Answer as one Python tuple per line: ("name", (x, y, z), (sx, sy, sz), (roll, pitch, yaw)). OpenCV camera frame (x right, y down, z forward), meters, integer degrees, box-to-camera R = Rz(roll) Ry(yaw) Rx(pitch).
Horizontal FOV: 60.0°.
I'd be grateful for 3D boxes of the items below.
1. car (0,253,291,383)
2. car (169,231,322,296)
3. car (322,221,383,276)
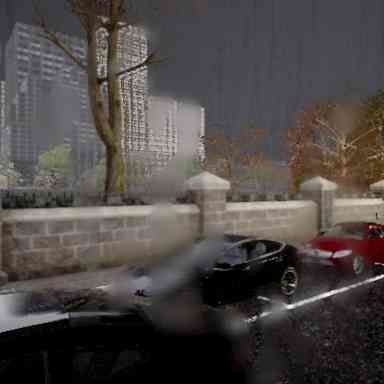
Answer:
("car", (-1.587, 1.545, 2.215), (4.674, 1.442, 1.812), (0, 0, -36))
("car", (0.565, 1.592, 7.028), (4.313, 1.339, 1.947), (0, 0, -37))
("car", (5.090, 1.596, 10.378), (4.206, 1.307, 1.802), (0, 0, -37))
